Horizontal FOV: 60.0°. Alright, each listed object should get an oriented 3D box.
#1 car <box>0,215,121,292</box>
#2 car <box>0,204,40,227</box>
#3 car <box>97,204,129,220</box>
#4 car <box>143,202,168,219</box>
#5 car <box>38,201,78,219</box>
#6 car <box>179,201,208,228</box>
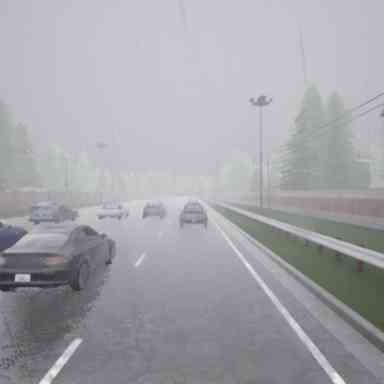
[{"bbox_3d":[-3.409,1.574,8.986,1.812,1.442,4.674,0,0,0],"label":"car"},{"bbox_3d":[-6.896,1.408,10.268,2.097,1.767,4.553,0,0,0],"label":"car"},{"bbox_3d":[-6.888,1.759,29.583,1.895,1.301,4.718,0,0,0],"label":"car"},{"bbox_3d":[-3.387,1.656,30.850,2.128,1.511,4.902,0,0,0],"label":"car"},{"bbox_3d":[-10.389,1.684,25.353,2.033,1.411,5.357,0,0,0],"label":"car"},{"bbox_3d":[0.110,1.616,23.352,2.128,1.511,4.902,0,0,0],"label":"car"}]
